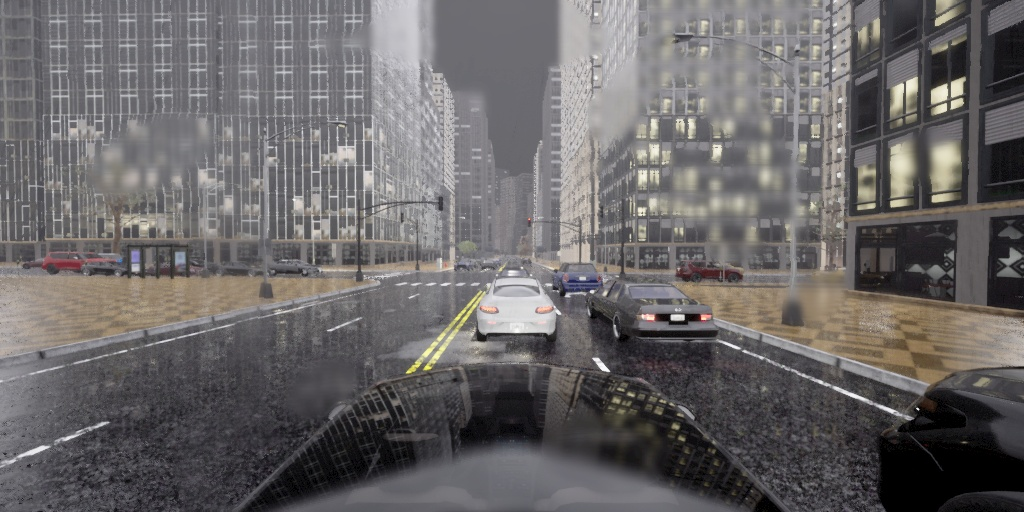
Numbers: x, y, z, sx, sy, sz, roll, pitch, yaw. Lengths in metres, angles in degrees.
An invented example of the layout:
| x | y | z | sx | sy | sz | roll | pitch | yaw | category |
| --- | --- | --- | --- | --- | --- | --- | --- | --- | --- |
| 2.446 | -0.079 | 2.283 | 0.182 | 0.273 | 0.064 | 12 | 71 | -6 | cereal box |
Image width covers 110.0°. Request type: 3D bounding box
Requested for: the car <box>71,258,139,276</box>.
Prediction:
| x | y | z | sx | sy | sz | roll | pitch | yaw | category |
| --- | --- | --- | --- | --- | --- | --- | --- | --- | --- |
| -34.075 | 1.069 | 30.584 | 4.313 | 1.339 | 1.948 | 0 | 0 | 1 | car |

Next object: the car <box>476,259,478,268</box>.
| x | y | z | sx | sy | sz | roll | pitch | yaw | category |
| --- | --- | --- | --- | --- | --- | --- | --- | --- | --- |
| -6.544 | 1.211 | 58.341 | 1.837 | 1.490 | 4.892 | 0 | 0 | 0 | car |

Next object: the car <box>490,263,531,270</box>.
| x | y | z | sx | sy | sz | roll | pitch | yaw | category |
| --- | --- | --- | --- | --- | --- | --- | --- | --- | --- |
| 0.112 | 1.288 | 18.888 | 2.033 | 1.411 | 5.357 | 0 | 0 | 0 | car |

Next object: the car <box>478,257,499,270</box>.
| x | y | z | sx | sy | sz | roll | pitch | yaw | category |
| --- | --- | --- | --- | --- | --- | --- | --- | --- | --- |
| -3.305 | 1.262 | 51.226 | 2.033 | 1.411 | 5.357 | 0 | 0 | 0 | car |

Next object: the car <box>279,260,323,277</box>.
| x | y | z | sx | sy | sz | roll | pitch | yaw | category |
| --- | --- | --- | --- | --- | --- | --- | --- | --- | --- |
| -20.005 | 1.080 | 32.920 | 4.902 | 1.511 | 2.128 | 1 | 1 | 1 | car |

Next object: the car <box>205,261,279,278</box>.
| x | y | z | sx | sy | sz | roll | pitch | yaw | category |
| --- | --- | --- | --- | --- | --- | --- | --- | --- | --- |
| -22.710 | 1.174 | 30.269 | 4.313 | 1.339 | 1.948 | 0 | 0 | 1 | car |

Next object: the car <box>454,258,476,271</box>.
| x | y | z | sx | sy | sz | roll | pitch | yaw | category |
| --- | --- | --- | --- | --- | --- | --- | --- | --- | --- |
| -6.588 | 1.068 | 49.244 | 2.097 | 1.767 | 4.553 | 0 | 0 | 1 | car |

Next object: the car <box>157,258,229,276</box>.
| x | y | z | sx | sy | sz | roll | pitch | yaw | category |
| --- | --- | --- | --- | --- | --- | --- | --- | --- | --- |
| -29.416 | 0.981 | 33.119 | 5.008 | 1.535 | 1.882 | 1 | 1 | 1 | car |

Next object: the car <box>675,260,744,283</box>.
| x | y | z | sx | sy | sz | roll | pitch | yaw | category |
| --- | --- | --- | --- | --- | --- | --- | --- | --- | --- |
| 16.214 | 1.269 | 29.713 | 5.009 | 1.841 | 2.192 | 0 | 0 | 1 | car |

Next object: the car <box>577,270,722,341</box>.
| x | y | z | sx | sy | sz | roll | pitch | yaw | category |
| --- | --- | --- | --- | --- | --- | --- | --- | --- | --- |
| 3.358 | 1.293 | 9.782 | 2.033 | 1.411 | 5.357 | 0 | 0 | 0 | car |

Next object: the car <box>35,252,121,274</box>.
| x | y | z | sx | sy | sz | roll | pitch | yaw | category |
| --- | --- | --- | --- | --- | --- | --- | --- | --- | --- |
| -40.016 | 0.628 | 33.346 | 5.566 | 2.045 | 2.150 | 1 | 1 | 1 | car |

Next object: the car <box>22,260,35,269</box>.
| x | y | z | sx | sy | sz | roll | pitch | yaw | category |
| --- | --- | --- | --- | --- | --- | --- | --- | --- | --- |
| -50.942 | 0.793 | 39.373 | 4.207 | 1.307 | 1.802 | 0 | 0 | 1 | car |

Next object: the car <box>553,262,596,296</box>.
| x | y | z | sx | sy | sz | roll | pitch | yaw | category |
| --- | --- | --- | --- | --- | --- | --- | --- | --- | --- |
| 3.363 | 1.093 | 19.168 | 2.097 | 1.767 | 4.553 | 0 | 0 | 0 | car |

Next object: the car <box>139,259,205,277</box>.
| x | y | z | sx | sy | sz | roll | pitch | yaw | category |
| --- | --- | --- | --- | --- | --- | --- | --- | --- | --- |
| -28.394 | 1.138 | 30.407 | 4.207 | 1.307 | 1.802 | 0 | 0 | 1 | car |

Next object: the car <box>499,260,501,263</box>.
| x | y | z | sx | sy | sz | roll | pitch | yaw | category |
| --- | --- | --- | --- | --- | --- | --- | --- | --- | --- |
| -3.283 | 1.304 | 60.987 | 1.895 | 1.301 | 4.718 | 0 | 0 | 0 | car |

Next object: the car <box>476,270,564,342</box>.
| x | y | z | sx | sy | sz | roll | pitch | yaw | category |
| --- | --- | --- | --- | --- | --- | --- | --- | --- | --- |
| 0.105 | 1.272 | 9.644 | 1.812 | 1.442 | 4.674 | 0 | 0 | 0 | car |

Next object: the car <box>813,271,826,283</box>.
| x | y | z | sx | sy | sz | roll | pitch | yaw | category |
| --- | --- | --- | --- | --- | --- | --- | --- | --- | --- |
| 27.662 | 1.579 | 29.508 | 4.829 | 1.417 | 1.751 | 0 | 0 | 1 | car |
